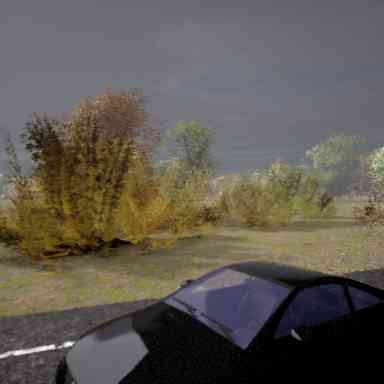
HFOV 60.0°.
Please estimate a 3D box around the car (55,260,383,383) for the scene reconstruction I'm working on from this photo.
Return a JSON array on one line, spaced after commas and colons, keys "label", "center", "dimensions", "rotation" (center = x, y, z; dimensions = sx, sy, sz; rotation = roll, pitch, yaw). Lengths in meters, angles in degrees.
[{"label": "car", "center": [0.759, 1.541, 3.633], "dimensions": [4.181, 1.385, 1.994], "rotation": [0, 1, -33]}]
